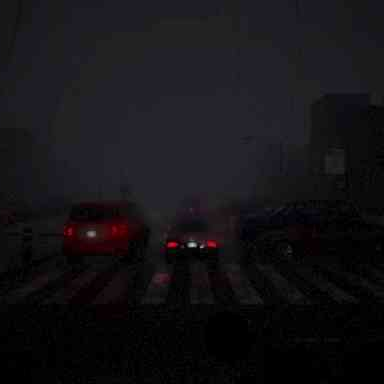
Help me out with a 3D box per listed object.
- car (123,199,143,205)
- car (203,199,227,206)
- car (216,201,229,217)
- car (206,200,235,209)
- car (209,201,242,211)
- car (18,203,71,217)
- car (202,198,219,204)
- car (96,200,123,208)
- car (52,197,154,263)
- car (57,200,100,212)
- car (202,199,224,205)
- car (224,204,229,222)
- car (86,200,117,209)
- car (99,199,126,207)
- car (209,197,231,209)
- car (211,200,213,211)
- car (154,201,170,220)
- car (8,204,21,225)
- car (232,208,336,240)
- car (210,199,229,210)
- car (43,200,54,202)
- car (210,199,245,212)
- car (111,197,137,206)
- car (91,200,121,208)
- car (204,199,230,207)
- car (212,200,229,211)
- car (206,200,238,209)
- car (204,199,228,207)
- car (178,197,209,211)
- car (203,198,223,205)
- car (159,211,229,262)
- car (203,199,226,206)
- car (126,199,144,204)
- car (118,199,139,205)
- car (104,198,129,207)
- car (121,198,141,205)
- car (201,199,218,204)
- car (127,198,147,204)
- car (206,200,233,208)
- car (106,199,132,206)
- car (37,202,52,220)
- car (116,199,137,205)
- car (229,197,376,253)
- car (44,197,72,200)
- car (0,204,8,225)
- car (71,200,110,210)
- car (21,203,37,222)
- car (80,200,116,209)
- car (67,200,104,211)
[{"bbox_3d":[-15.502,2.511,87.626,5.008,1.535,2.097,0,-1,0],"label":"car"},{"bbox_3d":[4.856,2.240,70.573,4.892,1.521,2.231,0,-1,0],"label":"car"},{"bbox_3d":[4.756,1.788,28.766,4.792,1.488,2.163,0,-1,0],"label":"car"},{"bbox_3d":[4.847,2.086,56.679,4.792,1.488,2.163,0,-1,0],"label":"car"},{"bbox_3d":[4.788,1.998,48.344,4.674,1.452,2.002,0,-1,0],"label":"car"},{"bbox_3d":[-15.547,1.881,35.239,4.674,1.452,2.002,0,0,0],"label":"car"},{"bbox_3d":[4.895,2.405,90.025,4.553,1.767,2.185,0,-1,0],"label":"car"},{"bbox_3d":[-15.538,2.181,62.776,4.674,1.452,2.002,0,-1,0],"label":"car"},{"bbox_3d":[-2.988,1.355,12.618,2.150,2.045,5.566,0,0,0],"label":"car"},{"bbox_3d":[-15.737,1.942,46.265,5.366,1.575,1.946,0,-1,0],"label":"car"},{"bbox_3d":[5.084,2.396,81.563,5.366,1.575,1.946,0,-1,0],"label":"car"},{"bbox_3d":[4.716,1.680,20.436,5.008,1.535,2.097,0,-1,0],"label":"car"},{"bbox_3d":[-15.519,2.101,57.300,4.792,1.488,2.163,0,-1,0],"label":"car"},{"bbox_3d":[-15.566,2.207,65.570,4.792,1.488,2.163,0,-1,0],"label":"car"},{"bbox_3d":[4.800,1.644,42.664,5.566,2.045,2.435,0,-1,0],"label":"car"},{"bbox_3d":[4.716,1.841,34.324,4.792,1.488,2.163,0,-1,0],"label":"car"},{"bbox_3d":[-2.958,1.811,28.924,1.812,1.442,4.674,0,0,1],"label":"car"},{"bbox_3d":[-15.506,1.626,24.211,4.553,1.767,2.185,0,0,0],"label":"car"},{"bbox_3d":[4.704,1.655,17.657,4.892,1.521,2.231,0,-1,0],"label":"car"},{"bbox_3d":[4.725,1.868,37.101,4.792,1.488,2.163,0,-1,0],"label":"car"},{"bbox_3d":[-15.537,1.818,32.482,5.008,1.535,2.097,0,0,0],"label":"car"},{"bbox_3d":[4.813,1.801,45.475,4.553,1.767,2.185,0,-1,0],"label":"car"},{"bbox_3d":[-15.551,2.087,76.601,5.566,2.045,2.435,0,-1,0],"label":"car"},{"bbox_3d":[-15.515,2.135,60.055,4.792,1.488,2.163,0,-1,0],"label":"car"},{"bbox_3d":[4.839,2.161,64.891,5.008,1.535,2.097,0,-1,0],"label":"car"},{"bbox_3d":[4.922,1.782,31.544,5.366,1.575,1.946,0,-1,0],"label":"car"},{"bbox_3d":[4.816,2.024,53.900,4.892,1.521,2.231,0,-1,0],"label":"car"},{"bbox_3d":[4.883,2.230,67.795,4.792,1.488,2.163,0,-1,0],"label":"car"},{"bbox_3d":[0.026,1.496,27.589,2.150,2.045,5.566,0,0,1],"label":"car"},{"bbox_3d":[4.862,2.234,78.904,4.553,1.767,2.185,0,-1,0],"label":"car"},{"bbox_3d":[0.013,1.675,12.565,2.033,1.411,5.357,0,-1,0],"label":"car"},{"bbox_3d":[4.877,2.278,73.353,5.008,1.535,2.097,0,-1,0],"label":"car"},{"bbox_3d":[-15.501,2.599,90.379,4.674,1.452,2.002,0,-1,0],"label":"car"},{"bbox_3d":[-15.544,2.453,82.111,4.792,1.488,2.163,0,-1,0],"label":"car"},{"bbox_3d":[-15.502,2.090,68.329,4.553,1.767,2.185,0,-1,0],"label":"car"},{"bbox_3d":[-15.543,2.342,84.871,4.553,1.767,2.185,0,-1,0],"label":"car"},{"bbox_3d":[4.933,2.620,92.799,4.674,1.452,2.002,0,-1,0],"label":"car"},{"bbox_3d":[-15.315,2.606,93.137,5.366,1.575,1.946,0,-1,0],"label":"car"},{"bbox_3d":[4.824,2.131,59.458,4.674,1.452,2.002,0,-1,0],"label":"car"},{"bbox_3d":[-15.524,2.255,71.084,5.008,1.535,2.097,0,-1,0],"label":"car"},{"bbox_3d":[-15.538,1.835,29.725,4.674,1.452,2.002,0,0,0],"label":"car"},{"bbox_3d":[-15.516,2.420,79.354,4.674,1.452,2.002,0,-1,0],"label":"car"},{"bbox_3d":[4.681,1.376,14.880,5.566,2.045,2.435,0,-1,0],"label":"car"},{"bbox_3d":[-15.520,1.639,40.756,5.566,2.045,2.435,0,-1,0],"label":"car"},{"bbox_3d":[-15.508,1.478,21.454,5.566,2.045,2.435,0,0,0],"label":"car"},{"bbox_3d":[-15.740,2.002,51.780,5.366,1.575,1.946,0,-1,0],"label":"car"},{"bbox_3d":[-15.536,1.813,26.837,4.674,1.452,2.002,0,0,0],"label":"car"},{"bbox_3d":[-15.366,2.035,54.543,5.366,1.575,1.946,0,-1,0],"label":"car"},{"bbox_3d":[-15.582,2.005,49.023,4.792,1.488,2.163,0,-1,0],"label":"car"}]
